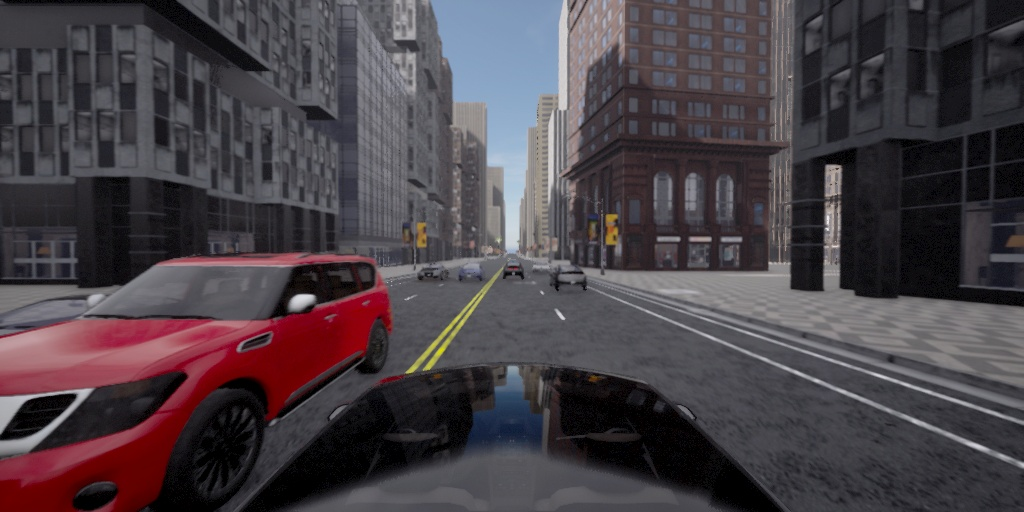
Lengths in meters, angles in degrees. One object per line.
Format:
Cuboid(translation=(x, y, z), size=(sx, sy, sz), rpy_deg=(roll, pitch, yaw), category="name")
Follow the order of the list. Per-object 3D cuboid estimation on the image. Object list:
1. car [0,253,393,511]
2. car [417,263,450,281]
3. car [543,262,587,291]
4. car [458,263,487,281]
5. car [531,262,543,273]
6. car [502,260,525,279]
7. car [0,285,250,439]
Cuboid(translation=(-3.337, 0.971, 4.652), size=(2.150, 2.045, 5.566), rpy_deg=(0, 0, 0), category="car")
Cuboid(translation=(-6.499, 1.308, 30.098), size=(1.994, 1.385, 4.181), rpy_deg=(0, 0, 1), category="car")
Cuboid(translation=(3.354, 1.243, 22.083), size=(2.128, 1.511, 4.902), rpy_deg=(0, 0, 0), category="car")
Cuboid(translation=(-3.253, 1.270, 29.622), size=(1.812, 1.442, 4.674), rpy_deg=(0, 0, 1), category="car")
Cuboid(translation=(3.390, 1.342, 43.752), size=(1.895, 1.301, 4.718), rpy_deg=(0, 0, 0), category="car")
Cuboid(translation=(0.130, 1.251, 33.054), size=(1.837, 1.490, 4.892), rpy_deg=(0, 0, 0), category="car")
Cuboid(translation=(-6.586, 1.310, 5.552), size=(1.994, 1.385, 4.181), rpy_deg=(0, 0, 0), category="car")
